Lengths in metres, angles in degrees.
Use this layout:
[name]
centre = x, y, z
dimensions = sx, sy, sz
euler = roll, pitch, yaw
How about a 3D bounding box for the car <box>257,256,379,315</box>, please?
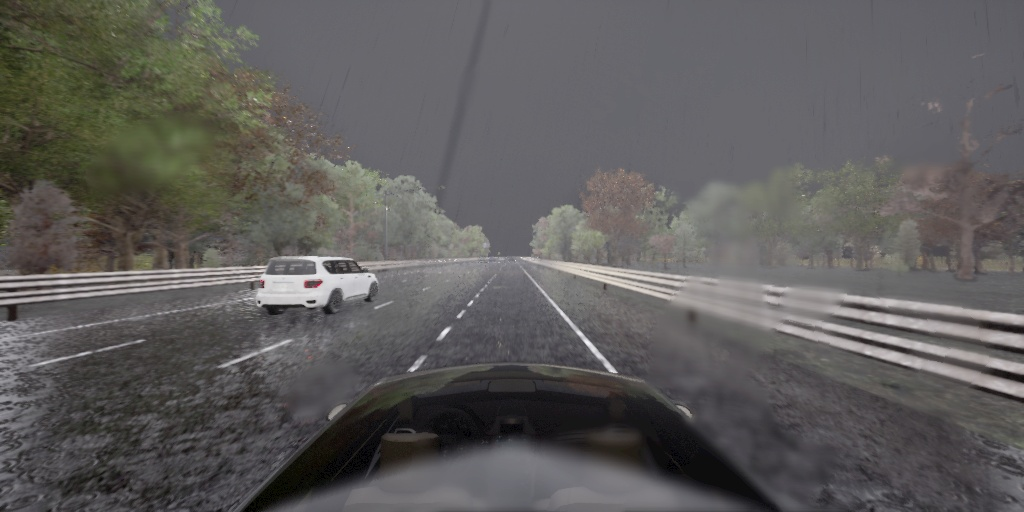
[car]
centre = -6.996, 1.032, 13.644
dimensions = 2.150, 2.045, 5.566
euler = 0, 0, 0
